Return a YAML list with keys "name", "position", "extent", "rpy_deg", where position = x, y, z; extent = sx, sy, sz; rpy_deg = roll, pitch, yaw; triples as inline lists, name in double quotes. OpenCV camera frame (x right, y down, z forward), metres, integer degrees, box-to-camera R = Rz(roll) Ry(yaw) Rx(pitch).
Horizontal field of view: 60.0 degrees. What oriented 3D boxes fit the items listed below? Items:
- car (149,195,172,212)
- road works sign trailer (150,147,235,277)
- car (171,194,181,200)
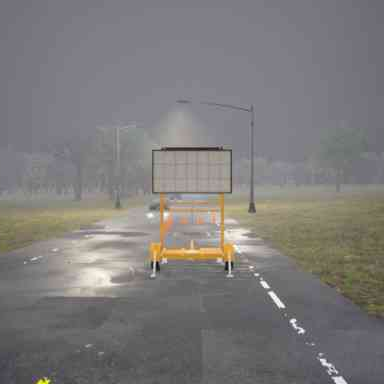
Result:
- name: "car"
  position: [-3.582, 1.325, 36.592]
  extent: [1.882, 1.535, 5.008]
  rpy_deg: [0, 0, 0]
- name: "road works sign trailer"
  position: [0.004, 0.445, 10.169]
  extent: [2.380, 3.560, 2.880]
  rpy_deg: [0, 0, 0]
- name: "car"
  position: [-3.464, 0.744, 71.859]
  extent: [2.150, 2.045, 5.566]
  rpy_deg: [0, 1, 0]
